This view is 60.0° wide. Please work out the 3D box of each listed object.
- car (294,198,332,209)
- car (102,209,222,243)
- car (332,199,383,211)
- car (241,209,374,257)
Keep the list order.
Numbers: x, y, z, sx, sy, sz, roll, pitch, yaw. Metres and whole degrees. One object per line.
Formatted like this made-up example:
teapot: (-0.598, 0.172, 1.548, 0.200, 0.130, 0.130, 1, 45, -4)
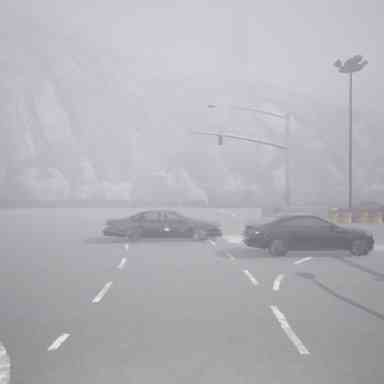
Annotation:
car: (15.308, 1.461, 41.021, 5.357, 1.411, 2.033, 0, 0, -3)
car: (-1.339, 1.516, 15.429, 5.357, 1.411, 2.033, 0, 0, -3)
car: (15.597, 1.500, 30.522, 4.181, 1.385, 1.994, 0, 0, -3)
car: (4.162, 1.501, 12.208, 4.674, 1.442, 1.812, 0, 0, -3)
